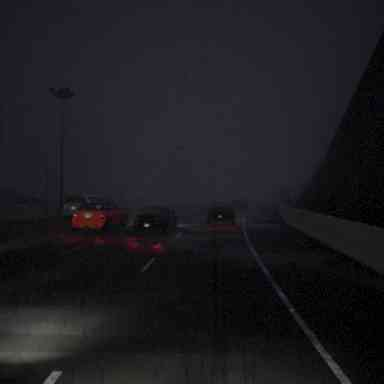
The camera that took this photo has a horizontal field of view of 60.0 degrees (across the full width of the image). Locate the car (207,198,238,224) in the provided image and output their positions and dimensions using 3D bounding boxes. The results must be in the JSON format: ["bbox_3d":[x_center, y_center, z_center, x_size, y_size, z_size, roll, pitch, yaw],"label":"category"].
[{"bbox_3d":[2.254,1.492,24.756,1.882,1.535,5.008,0,0,9],"label":"car"}]

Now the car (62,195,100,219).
[{"bbox_3d":[-8.117,1.218,26.533,2.150,2.045,5.566,0,0,9],"label":"car"}]

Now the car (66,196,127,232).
[{"bbox_3d":[-5.448,1.351,20.302,2.097,1.767,4.553,0,0,7],"label":"car"}]

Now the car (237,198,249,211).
[{"bbox_3d":[6.080,1.520,42.277,2.128,1.511,4.902,0,0,15],"label":"car"}]

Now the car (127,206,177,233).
[{"bbox_3d":[-2.057,1.530,19.437,1.812,1.442,4.674,0,0,7],"label":"car"}]
